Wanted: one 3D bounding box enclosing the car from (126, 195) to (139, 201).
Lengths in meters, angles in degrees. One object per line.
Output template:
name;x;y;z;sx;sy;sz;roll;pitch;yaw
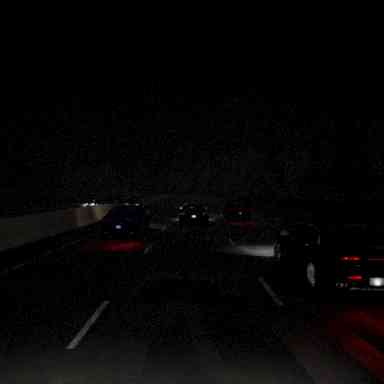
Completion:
car;-11.316;1.369;63.591;1.882;1.535;5.008;0;0;-1

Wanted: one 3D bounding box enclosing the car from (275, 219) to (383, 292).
car;3.610;1.490;8.892;1.837;1.490;4.892;0;0;0

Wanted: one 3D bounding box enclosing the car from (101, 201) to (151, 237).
car;-3.380;1.447;17.773;1.882;1.535;5.008;0;0;0

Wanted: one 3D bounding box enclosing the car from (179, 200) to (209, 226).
car;0.121;1.525;23.111;1.994;1.385;4.181;0;0;0

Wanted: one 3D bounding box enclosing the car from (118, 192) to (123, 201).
car;-14.816;1.112;63.886;2.150;2.045;5.566;0;0;-1

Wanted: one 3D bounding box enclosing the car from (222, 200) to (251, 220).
car;3.611;1.432;27.435;1.882;1.535;5.008;0;0;0
